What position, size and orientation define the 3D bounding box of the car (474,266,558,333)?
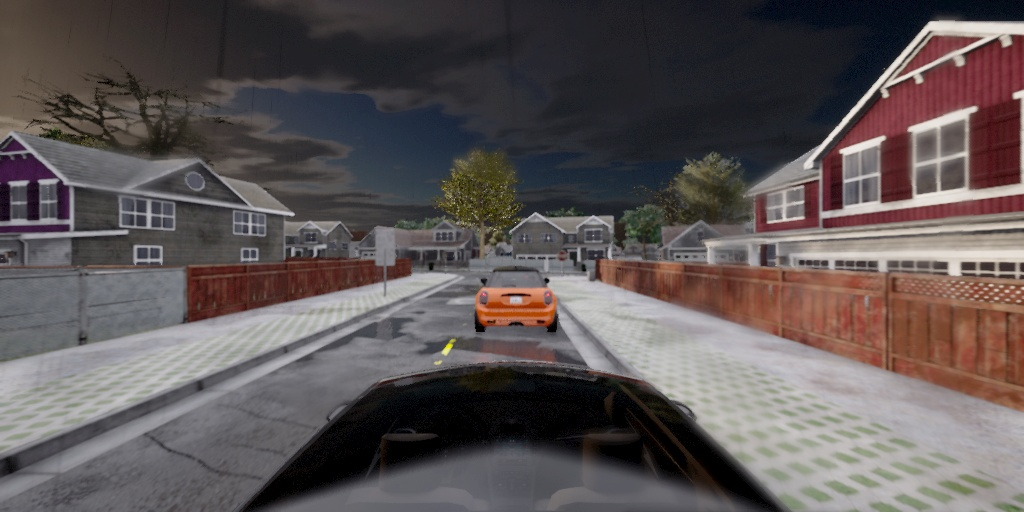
[{"bbox_3d":[0.100,1.074,10.766,2.097,1.767,4.553,0,0,0],"label":"car"}]
